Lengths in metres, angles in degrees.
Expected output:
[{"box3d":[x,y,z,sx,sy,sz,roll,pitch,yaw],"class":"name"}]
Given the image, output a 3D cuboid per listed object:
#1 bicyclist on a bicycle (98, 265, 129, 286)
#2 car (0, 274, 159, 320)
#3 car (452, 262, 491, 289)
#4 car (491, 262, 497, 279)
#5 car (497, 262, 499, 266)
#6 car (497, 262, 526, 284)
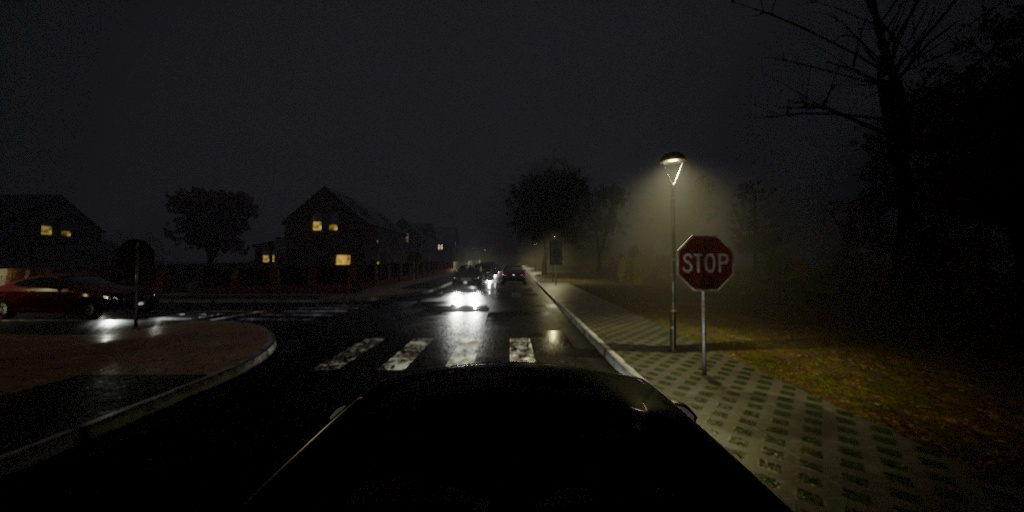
[{"box3d":[-20.209,1.287,18.161,0.582,1.620,1.656,0,-1,2],"class":"bicyclist on a bicycle"},{"box3d":[-14.776,1.323,12.119,4.674,1.442,1.812,0,-2,2],"class":"car"},{"box3d":[-2.822,1.361,24.154,2.128,1.511,4.902,0,0,0],"class":"car"},{"box3d":[-2.797,1.441,35.070,1.837,1.490,4.892,0,-1,0],"class":"car"},{"box3d":[-2.772,1.511,45.372,1.837,1.490,4.892,0,0,0],"class":"car"},{"box3d":[0.136,1.441,28.416,2.033,1.411,5.357,0,0,0],"class":"car"}]
